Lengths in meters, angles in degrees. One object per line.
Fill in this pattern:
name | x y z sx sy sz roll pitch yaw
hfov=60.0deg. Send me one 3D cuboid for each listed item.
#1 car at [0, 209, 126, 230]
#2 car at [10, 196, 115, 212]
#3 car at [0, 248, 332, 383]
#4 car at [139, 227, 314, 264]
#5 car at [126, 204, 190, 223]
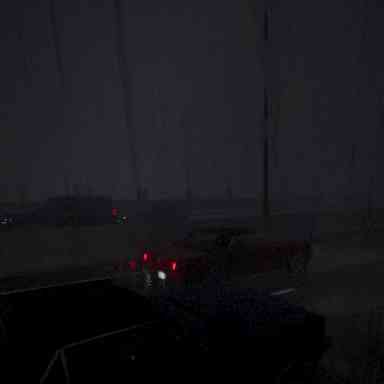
car | -5.079 1.566 13.267 4.181 1.385 1.994 0 0 -36
car | -6.499 1.223 16.555 5.566 2.045 2.150 0 0 -36
car | -0.728 1.601 3.229 4.718 1.301 1.895 0 0 -35
car | 1.120 1.604 8.846 4.718 1.301 1.895 0 0 -35
car | -2.705 1.553 23.562 5.357 1.411 2.033 0 0 -36
